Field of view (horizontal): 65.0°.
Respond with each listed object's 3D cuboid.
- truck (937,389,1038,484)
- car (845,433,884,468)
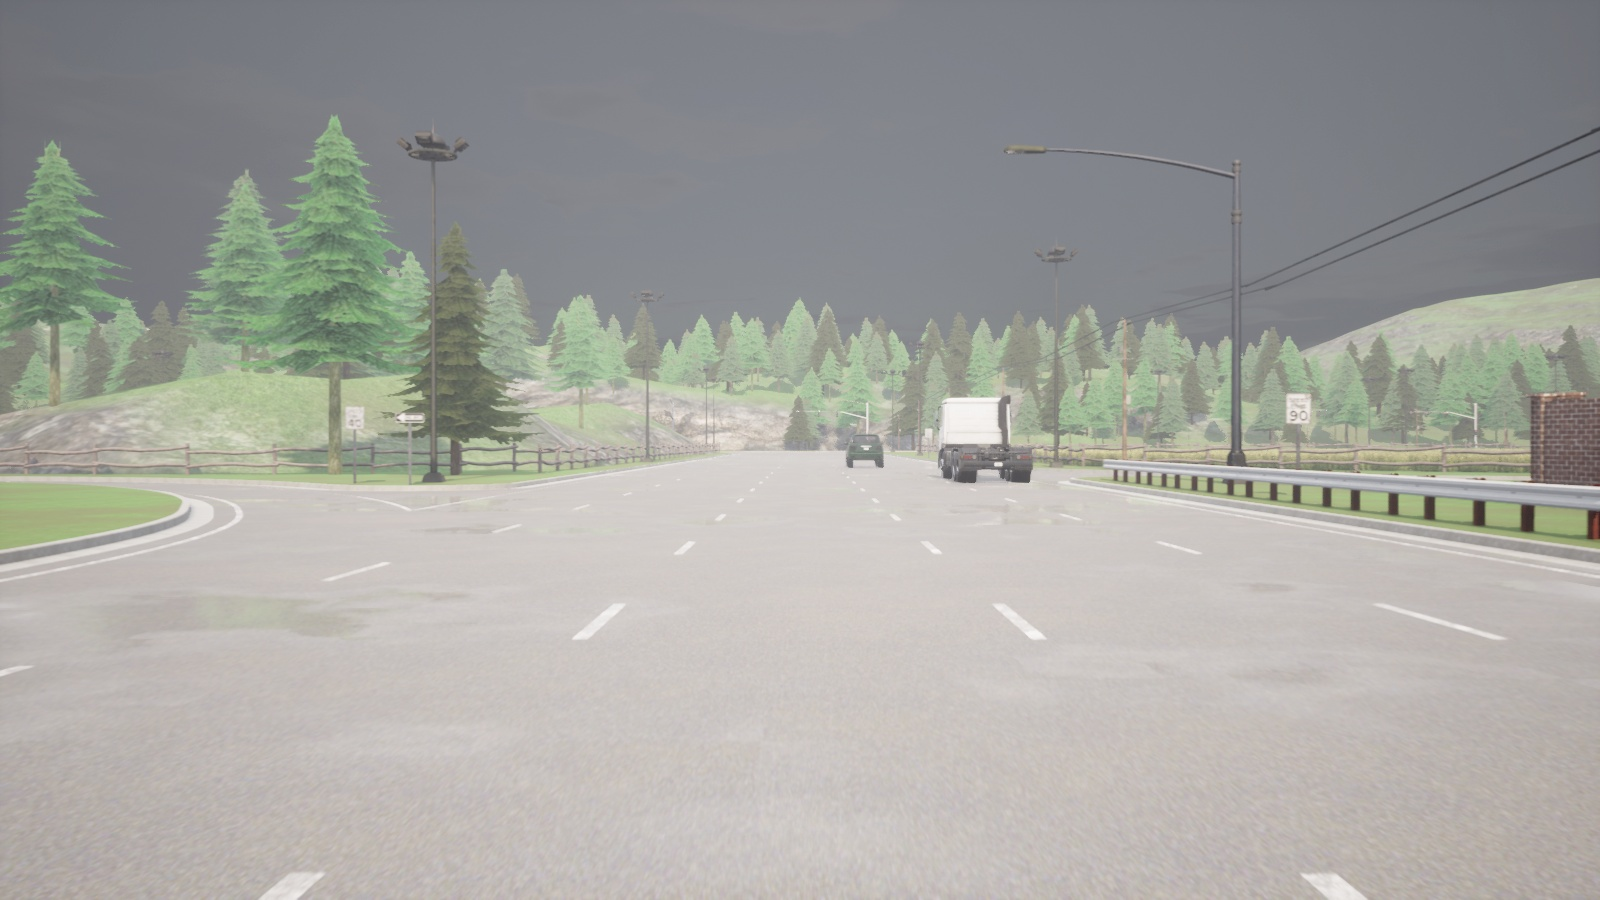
[{"bbox_3d":[7.299,-0.511,50.055,2.891,3.462,7.936,0,0,0],"label":"truck"},{"bbox_3d":[3.954,0.029,77.572,2.150,2.045,5.566,0,0,0],"label":"car"}]
